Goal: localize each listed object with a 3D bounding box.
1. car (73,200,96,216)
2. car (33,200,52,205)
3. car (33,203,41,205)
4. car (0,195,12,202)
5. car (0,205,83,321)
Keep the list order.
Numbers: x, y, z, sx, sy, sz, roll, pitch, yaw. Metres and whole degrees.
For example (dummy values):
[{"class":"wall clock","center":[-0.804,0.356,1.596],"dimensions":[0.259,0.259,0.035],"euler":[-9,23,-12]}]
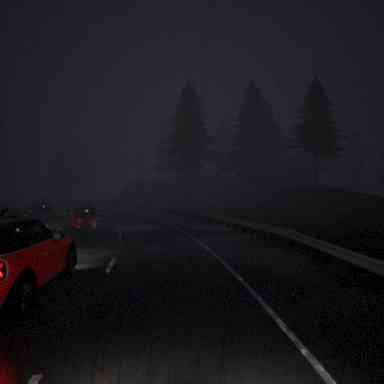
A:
[{"class":"car","center":[-10.230,1.515,31.699],"dimensions":[1.812,1.442,4.674],"euler":[0,0,-22]},{"class":"car","center":[-16.991,1.563,37.782],"dimensions":[1.994,1.385,4.181],"euler":[0,0,-28]},{"class":"car","center":[-8.827,1.496,15.281],"dimensions":[2.128,1.511,4.902],"euler":[0,0,-11]},{"class":"car","center":[-44.300,1.548,78.581],"dimensions":[4.674,1.442,1.812],"euler":[0,0,38]},{"class":"car","center":[-4.102,1.354,7.379],"dimensions":[2.097,1.767,4.553],"euler":[0,0,-5]}]
